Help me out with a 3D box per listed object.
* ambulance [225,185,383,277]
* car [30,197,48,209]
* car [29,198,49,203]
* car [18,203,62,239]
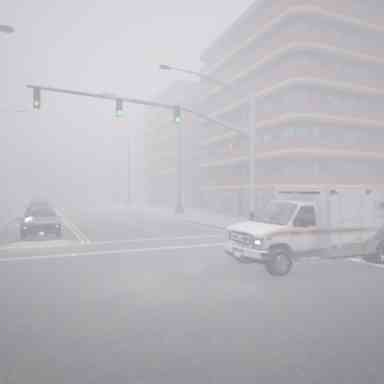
[{"bbox_3d":[4.173,1.028,10.550,6.366,2.431,2.351,0,0,-24],"label":"ambulance"},{"bbox_3d":[-20.819,1.443,45.251,2.128,1.511,4.902,0,0,-24],"label":"car"},{"bbox_3d":[-12.278,1.476,26.714,1.837,1.490,4.892,0,0,-25],"label":"car"},{"bbox_3d":[-8.093,1.529,17.769,2.033,1.411,5.357,0,0,-25],"label":"car"}]
